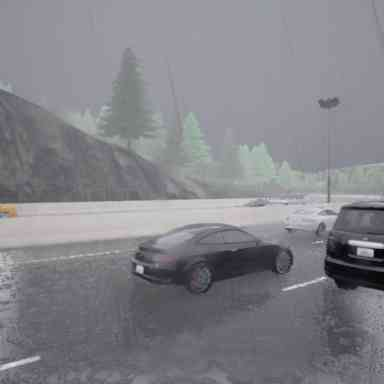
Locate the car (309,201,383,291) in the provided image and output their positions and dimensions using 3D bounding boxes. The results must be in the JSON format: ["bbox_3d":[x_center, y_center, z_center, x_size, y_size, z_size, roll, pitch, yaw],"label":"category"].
[{"bbox_3d":[5.386,1.229,7.943,5.566,2.045,2.150,0,0,-38],"label":"car"}]

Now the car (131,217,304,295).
[{"bbox_3d":[0.683,1.539,8.742,4.674,1.442,1.812,0,0,-37],"label":"car"}]

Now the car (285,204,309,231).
[{"bbox_3d":[6.936,1.547,18.268,4.674,1.442,1.812,0,0,-40],"label":"car"}]
